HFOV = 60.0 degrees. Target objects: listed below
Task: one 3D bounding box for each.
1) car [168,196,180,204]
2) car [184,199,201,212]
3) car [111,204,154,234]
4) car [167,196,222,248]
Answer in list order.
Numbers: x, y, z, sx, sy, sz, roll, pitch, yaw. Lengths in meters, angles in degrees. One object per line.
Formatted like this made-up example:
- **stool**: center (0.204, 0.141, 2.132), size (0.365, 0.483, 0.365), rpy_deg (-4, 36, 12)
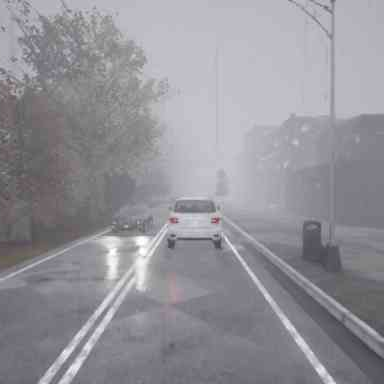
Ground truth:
- **car**: center (-3.285, 1.450, 61.625), size (1.882, 1.535, 5.008), rpy_deg (0, 0, 0)
- **car**: center (0.106, 1.582, 39.503), size (1.895, 1.301, 4.718), rpy_deg (0, 0, 0)
- **car**: center (-3.346, 1.501, 19.354), size (1.837, 1.490, 4.892), rpy_deg (0, 0, 0)
- **car**: center (0.103, 1.219, 14.943), size (2.150, 2.045, 5.566), rpy_deg (0, 0, 0)
